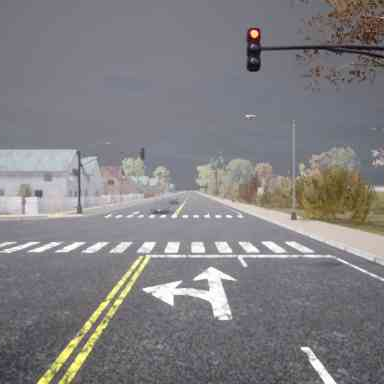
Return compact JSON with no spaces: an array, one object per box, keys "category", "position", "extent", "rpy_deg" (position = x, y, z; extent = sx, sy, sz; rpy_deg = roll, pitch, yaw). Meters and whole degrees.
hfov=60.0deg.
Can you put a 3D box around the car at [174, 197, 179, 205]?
[{"category":"car","position":[-3.242,1.492,57.728],"extent":[2.033,1.411,5.357],"rpy_deg":[0,0,0]}]

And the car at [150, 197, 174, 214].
[{"category":"car","position":[-3.244,1.530,35.010],"extent":[1.837,1.490,4.892],"rpy_deg":[0,2,0]}]
